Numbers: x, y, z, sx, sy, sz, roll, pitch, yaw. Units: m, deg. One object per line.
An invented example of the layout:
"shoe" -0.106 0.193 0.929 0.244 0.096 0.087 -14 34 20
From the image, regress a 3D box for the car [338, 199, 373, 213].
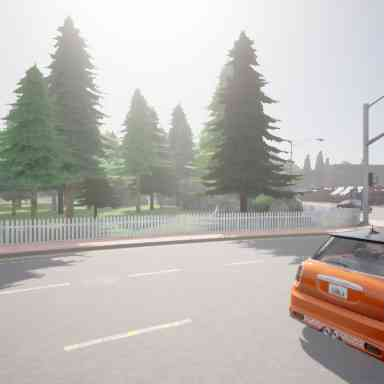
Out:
"car" 18.588 1.581 38.067 1.812 1.442 4.674 0 0 -7

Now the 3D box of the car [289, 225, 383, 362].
"car" 3.877 1.352 5.417 4.553 1.767 2.097 0 0 -26
